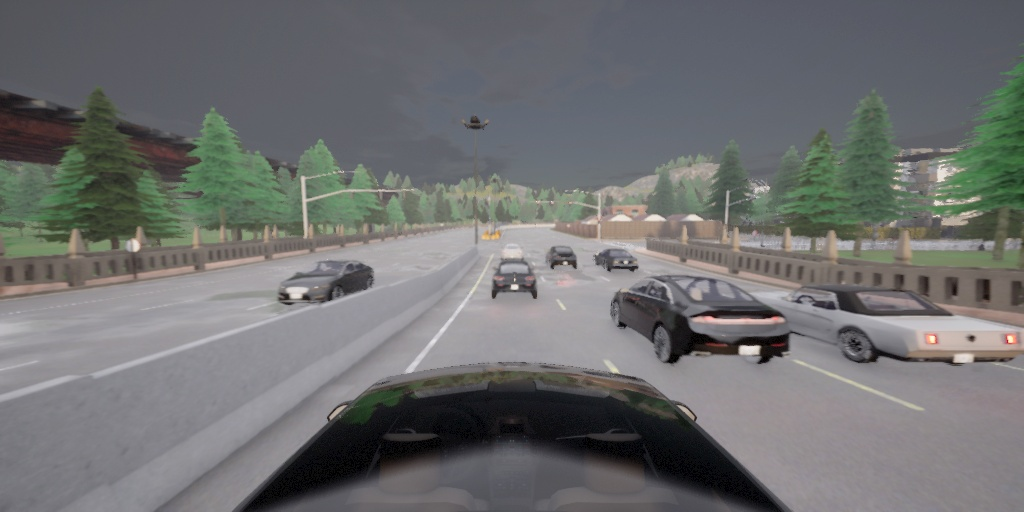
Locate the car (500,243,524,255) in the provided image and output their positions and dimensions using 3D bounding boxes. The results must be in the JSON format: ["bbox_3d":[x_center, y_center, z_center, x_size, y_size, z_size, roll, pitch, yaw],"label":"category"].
[{"bbox_3d":[0.011,-0.349,29.826,1.812,1.442,4.674,0,6,0],"label":"car"}]

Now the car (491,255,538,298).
[{"bbox_3d":[0.084,0.877,15.456,1.812,1.442,4.674,0,3,0],"label":"car"}]

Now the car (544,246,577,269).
[{"bbox_3d":[3.532,-0.007,26.196,1.837,1.490,4.892,0,6,0],"label":"car"}]

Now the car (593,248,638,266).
[{"bbox_3d":[7.041,0.183,24.709,2.033,1.411,5.357,0,6,0],"label":"car"}]

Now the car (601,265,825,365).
[{"bbox_3d":[3.599,1.156,7.856,2.128,1.511,4.902,0,2,0],"label":"car"}]

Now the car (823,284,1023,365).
[{"bbox_3d":[7.099,1.267,7.844,1.895,1.301,4.718,0,1,0],"label":"car"}]

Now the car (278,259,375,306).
[{"bbox_3d":[-7.011,0.917,14.081,2.128,1.511,4.902,0,3,0],"label":"car"}]
